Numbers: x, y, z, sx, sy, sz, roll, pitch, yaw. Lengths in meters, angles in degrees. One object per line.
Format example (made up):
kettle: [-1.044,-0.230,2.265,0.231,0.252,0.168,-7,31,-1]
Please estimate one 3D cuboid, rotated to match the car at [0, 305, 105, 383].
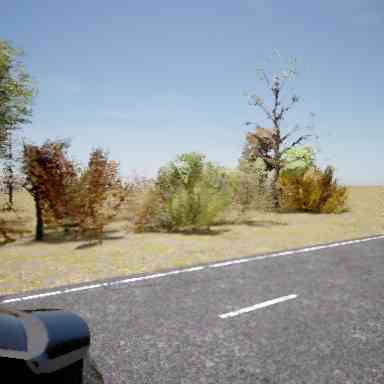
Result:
car: [-2.904,1.514,1.597,4.892,1.490,1.837,0,0,-36]
